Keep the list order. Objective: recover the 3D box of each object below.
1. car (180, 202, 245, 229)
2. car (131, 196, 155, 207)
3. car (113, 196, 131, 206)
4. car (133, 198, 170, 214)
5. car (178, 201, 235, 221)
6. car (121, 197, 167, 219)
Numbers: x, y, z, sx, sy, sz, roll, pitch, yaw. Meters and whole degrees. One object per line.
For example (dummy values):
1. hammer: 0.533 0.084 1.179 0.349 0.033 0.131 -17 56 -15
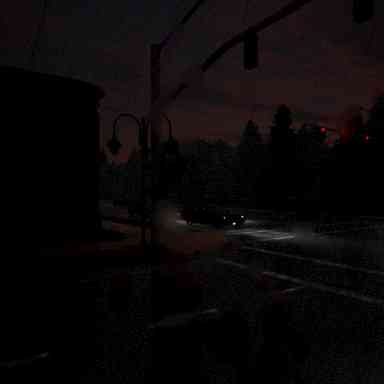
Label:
1. car: 1.287 1.601 21.875 1.895 1.301 4.718 0 0 -35
2. car: -7.997 1.505 53.761 1.837 1.490 4.892 0 0 -35
3. car: -10.561 1.352 51.316 2.097 1.767 4.553 0 0 -35
4. car: -4.531 1.478 36.335 1.882 1.535 5.008 0 0 -34
5. car: 1.084 1.547 28.264 2.033 1.411 5.357 0 0 -35
6. car: -4.053 1.492 29.513 2.128 1.511 4.902 0 0 -35
